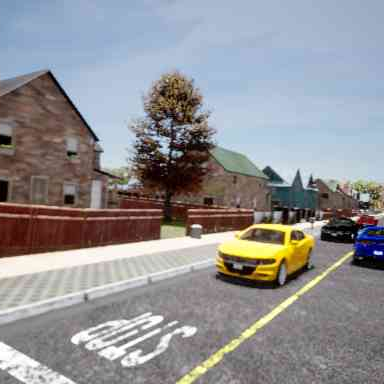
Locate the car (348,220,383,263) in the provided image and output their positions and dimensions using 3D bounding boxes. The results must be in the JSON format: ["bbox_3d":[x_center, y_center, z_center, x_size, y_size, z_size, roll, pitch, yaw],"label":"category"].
[{"bbox_3d":[8.293,2.246,14.487,1.882,1.535,5.008,3,-1,33],"label":"car"}]

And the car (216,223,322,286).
[{"bbox_3d":[2.570,1.811,10.833,1.882,1.535,5.008,3,-1,33],"label":"car"}]

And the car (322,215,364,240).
[{"bbox_3d":[10.181,2.497,22.687,1.882,1.535,5.008,3,-1,33],"label":"car"}]

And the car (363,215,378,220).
[{"bbox_3d":[19.728,3.351,37.407,1.882,1.535,5.008,3,-1,33],"label":"car"}]
